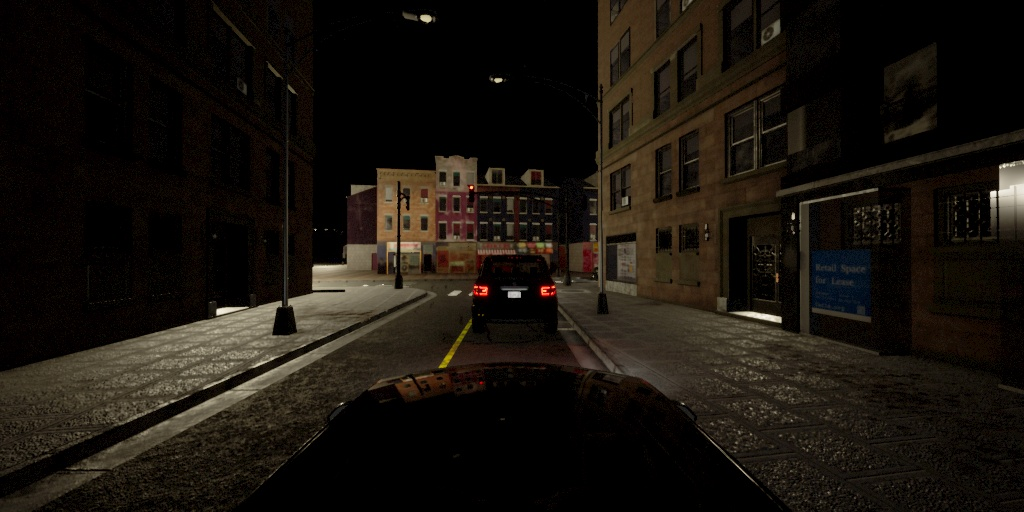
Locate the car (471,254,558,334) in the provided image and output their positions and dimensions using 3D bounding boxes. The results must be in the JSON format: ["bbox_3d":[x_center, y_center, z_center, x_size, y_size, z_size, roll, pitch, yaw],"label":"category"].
[{"bbox_3d":[0.095,0.972,10.829,2.150,2.045,5.566,0,0,1],"label":"car"}]

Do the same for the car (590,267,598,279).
[{"bbox_3d":[8.880,1.089,29.837,4.553,1.767,2.097,0,0,-10],"label":"car"}]
